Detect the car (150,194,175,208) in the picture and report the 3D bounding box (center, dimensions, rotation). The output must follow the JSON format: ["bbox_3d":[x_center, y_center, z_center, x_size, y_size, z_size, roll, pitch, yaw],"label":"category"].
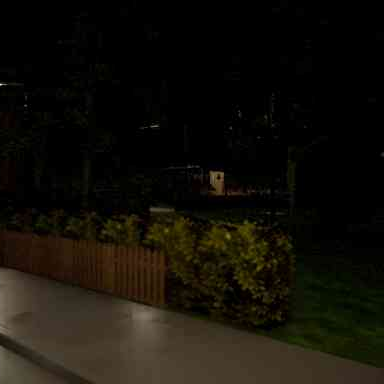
[{"bbox_3d":[-3.715,1.238,48.711,2.150,2.045,5.566,0,0,36],"label":"car"}]
